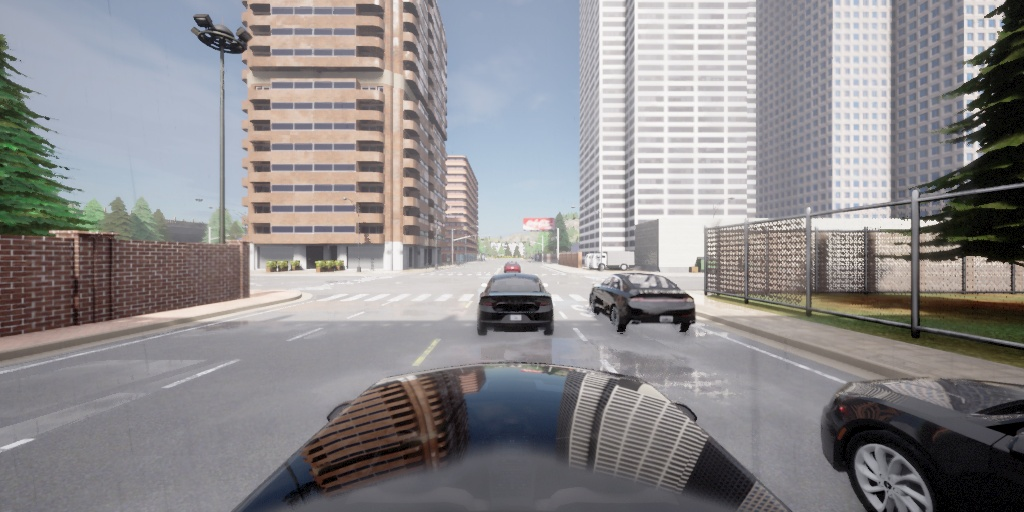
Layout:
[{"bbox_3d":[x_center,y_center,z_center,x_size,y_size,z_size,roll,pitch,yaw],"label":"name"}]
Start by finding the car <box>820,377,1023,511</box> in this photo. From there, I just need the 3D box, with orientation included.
[{"bbox_3d":[3.607,1.255,1.099,1.837,1.490,4.892,0,0,0],"label":"car"}]

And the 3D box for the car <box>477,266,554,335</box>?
[{"bbox_3d":[0.084,1.228,10.489,1.882,1.535,5.008,0,0,0],"label":"car"}]

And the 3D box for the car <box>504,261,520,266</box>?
[{"bbox_3d":[0.023,1.314,43.780,1.994,1.385,4.181,0,0,-1],"label":"car"}]

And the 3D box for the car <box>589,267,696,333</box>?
[{"bbox_3d":[3.613,1.242,10.726,2.128,1.511,4.902,0,0,1],"label":"car"}]
